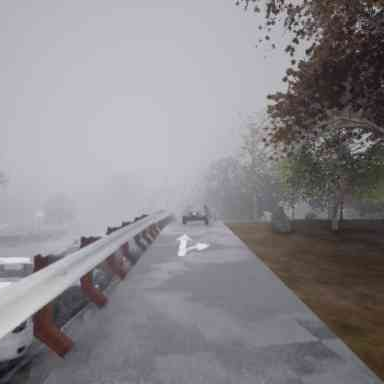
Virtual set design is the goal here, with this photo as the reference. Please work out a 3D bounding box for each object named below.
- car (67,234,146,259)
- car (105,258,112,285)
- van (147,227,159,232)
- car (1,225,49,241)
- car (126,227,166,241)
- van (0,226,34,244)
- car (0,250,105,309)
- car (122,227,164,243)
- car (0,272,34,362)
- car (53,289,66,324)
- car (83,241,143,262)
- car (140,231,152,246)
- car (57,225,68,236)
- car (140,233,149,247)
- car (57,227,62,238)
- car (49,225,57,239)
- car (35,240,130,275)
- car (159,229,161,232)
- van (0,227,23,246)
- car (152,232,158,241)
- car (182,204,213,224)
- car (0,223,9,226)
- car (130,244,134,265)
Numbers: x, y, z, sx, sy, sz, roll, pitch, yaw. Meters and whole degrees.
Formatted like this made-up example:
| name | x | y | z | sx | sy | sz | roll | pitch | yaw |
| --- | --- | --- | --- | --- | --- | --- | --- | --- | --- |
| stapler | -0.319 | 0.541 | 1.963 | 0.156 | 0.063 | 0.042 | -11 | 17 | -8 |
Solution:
| name | x | y | z | sx | sy | sz | roll | pitch | yaw |
| --- | --- | --- | --- | --- | --- | --- | --- | --- | --- |
| car | -6.851 | 4.636 | 26.111 | 5.566 | 2.045 | 2.435 | 2 | -4 | -20 |
| car | -6.862 | 4.260 | 17.045 | 4.892 | 1.521 | 2.231 | 2 | -4 | -20 |
| van | -6.824 | 5.708 | 41.216 | 4.442 | 1.987 | 1.878 | 2 | -4 | -20 |
| car | -23.883 | 6.107 | 47.396 | 5.566 | 2.045 | 2.435 | 1 | -4 | -20 |
| car | -6.943 | 6.304 | 50.237 | 5.566 | 2.045 | 2.435 | 2 | -4 | -20 |
| van | -24.004 | 5.926 | 44.383 | 4.442 | 1.987 | 1.878 | 1 | -4 | -20 |
| car | -6.805 | 3.800 | 14.049 | 5.566 | 2.045 | 2.435 | 2 | -4 | -20 |
| car | -6.973 | 6.093 | 47.184 | 5.566 | 2.045 | 2.435 | 2 | -4 | -20 |
| car | -6.838 | 3.380 | 7.996 | 5.566 | 2.045 | 2.435 | 2 | -4 | -20 |
| car | -6.855 | 3.869 | 10.993 | 4.792 | 1.488 | 2.163 | 2 | -4 | -20 |
| car | -6.922 | 5.123 | 29.085 | 4.792 | 1.488 | 2.163 | 2 | -4 | -20 |
| car | -6.949 | 5.387 | 35.135 | 4.553 | 1.767 | 2.185 | 2 | -4 | -20 |
| car | -23.959 | 6.716 | 56.218 | 5.566 | 2.045 | 2.435 | 1 | -4 | -20 |
| car | -6.930 | 5.177 | 32.113 | 4.553 | 1.767 | 2.185 | 2 | -5 | -20 |
| car | -23.907 | 6.795 | 53.288 | 4.792 | 1.488 | 2.163 | 1 | -4 | -20 |
| car | -23.892 | 6.311 | 50.348 | 5.566 | 2.045 | 2.435 | 1 | -4 | -20 |
| car | -6.888 | 4.216 | 20.062 | 5.566 | 2.045 | 2.435 | 2 | -4 | -20 |
| car | -6.910 | 6.013 | 44.185 | 4.553 | 1.767 | 2.185 | 2 | -4 | -20 |
| van | -23.994 | 5.723 | 41.431 | 4.442 | 1.987 | 1.878 | 1 | -4 | -20 |
| car | -6.916 | 5.722 | 38.140 | 4.892 | 1.521 | 2.231 | 2 | -4 | -20 |
| car | 0.456 | 1.623 | 24.705 | 2.033 | 1.411 | 5.357 | 0 | -2 | 7 |
| car | -39.664 | 7.633 | 69.499 | 2.435 | 2.045 | 5.566 | 1 | -3 | -19 |
| car | -7.043 | 4.667 | 23.000 | 5.366 | 1.575 | 1.946 | 2 | -4 | -20 |
